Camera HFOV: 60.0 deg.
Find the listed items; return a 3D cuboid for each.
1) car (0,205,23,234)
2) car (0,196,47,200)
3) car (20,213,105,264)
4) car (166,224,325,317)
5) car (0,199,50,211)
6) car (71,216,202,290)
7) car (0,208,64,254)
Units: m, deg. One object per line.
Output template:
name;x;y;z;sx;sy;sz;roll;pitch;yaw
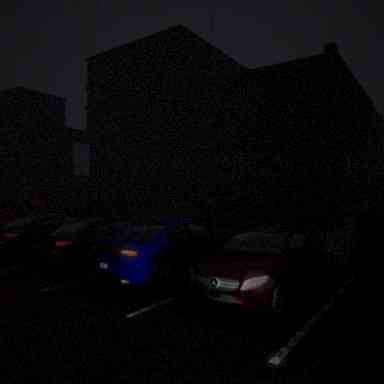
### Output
car;-11.685;1.516;17.429;2.002;1.452;4.674;0;0;36
car;-9.466;1.226;15.789;2.435;2.045;5.566;0;0;36
car;-2.744;1.517;10.966;2.002;1.452;4.674;0;0;36
car;1.729;1.518;7.741;2.002;1.452;4.674;0;0;36
car;-7.233;1.352;14.172;2.185;1.767;4.553;0;0;36
car;-0.511;1.477;9.349;2.097;1.535;5.008;0;0;36
car;-5.086;1.517;12.657;2.002;1.452;4.674;0;0;36
